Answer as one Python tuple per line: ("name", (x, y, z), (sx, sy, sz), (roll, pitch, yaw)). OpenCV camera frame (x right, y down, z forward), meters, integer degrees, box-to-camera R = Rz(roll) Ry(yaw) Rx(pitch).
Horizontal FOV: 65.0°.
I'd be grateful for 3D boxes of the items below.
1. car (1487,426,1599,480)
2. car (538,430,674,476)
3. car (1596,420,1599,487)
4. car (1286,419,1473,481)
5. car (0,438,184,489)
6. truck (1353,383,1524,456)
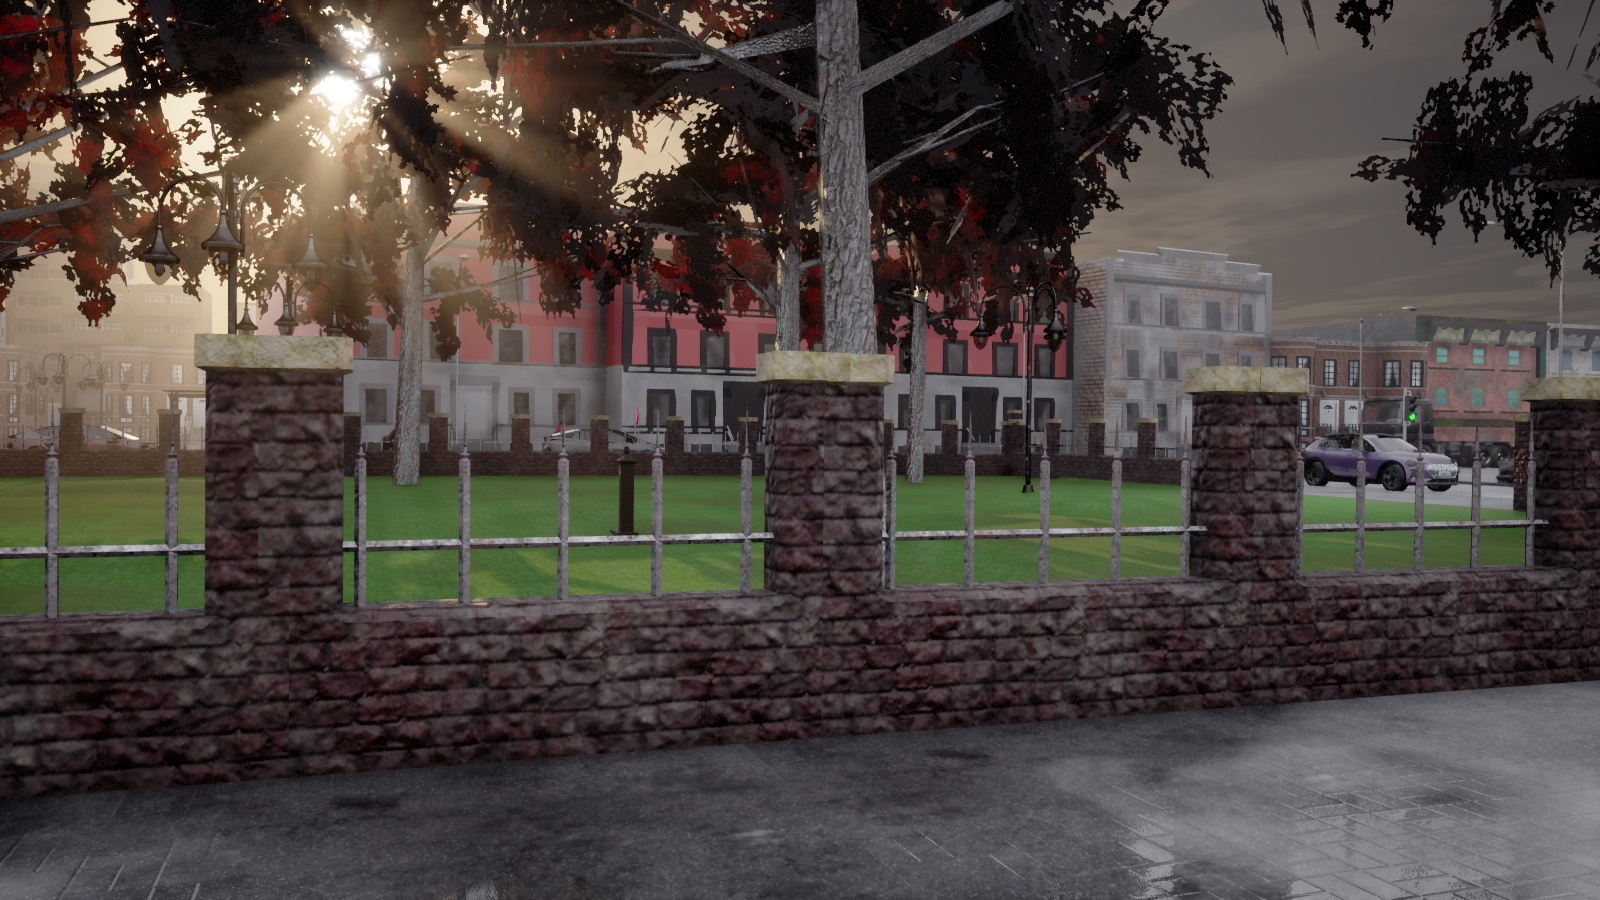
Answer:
("car", (21.679, 0.057, 34.087), (2.033, 1.411, 5.357), (-1, 1, -19))
("car", (-6.960, 0.089, 44.948), (4.514, 1.525, 2.007), (-1, 1, -18))
("car", (19.865, 0.094, 26.833), (2.007, 1.525, 4.514), (-1, 1, -21))
("car", (16.602, -0.041, 36.265), (2.033, 1.649, 4.856), (-1, 1, -21))
("car", (-22.266, 0.393, 39.680), (4.792, 1.488, 2.163), (-1, 1, -19))
("truck", (31.763, -1.543, 62.450), (7.936, 3.462, 2.891), (-1, 1, -19))
